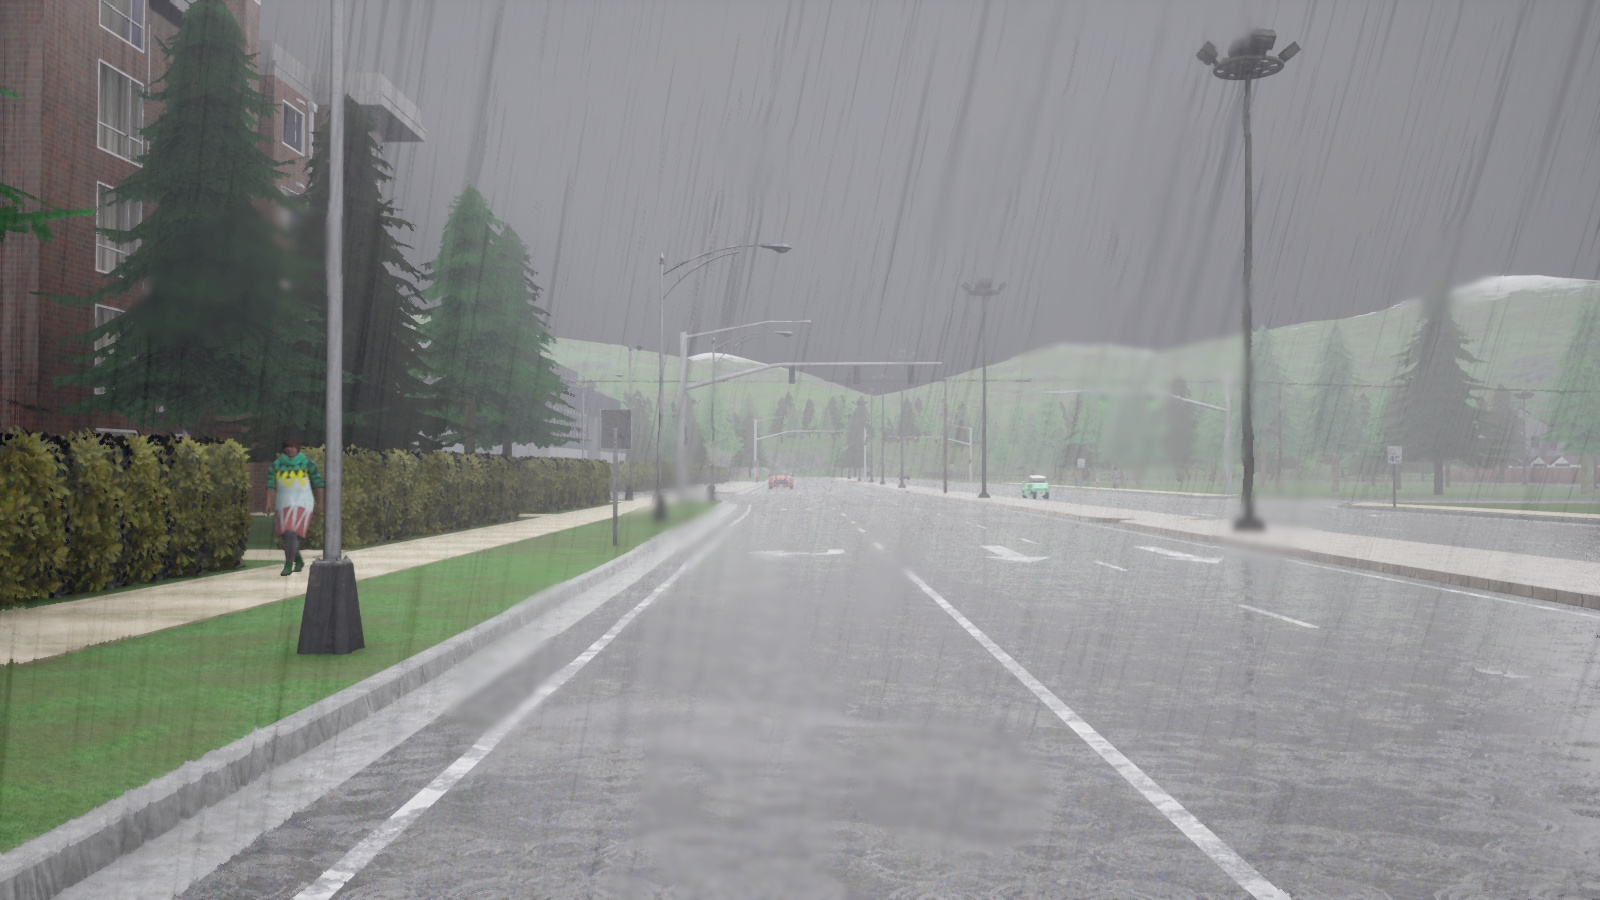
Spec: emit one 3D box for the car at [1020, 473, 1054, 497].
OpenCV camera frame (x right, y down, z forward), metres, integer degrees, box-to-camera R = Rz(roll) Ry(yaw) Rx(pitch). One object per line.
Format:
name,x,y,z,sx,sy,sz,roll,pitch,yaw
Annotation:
car,13.777,2.038,73.067,1.481,1.376,2.207,0,-1,-2

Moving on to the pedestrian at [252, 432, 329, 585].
pedestrian,-6.700,0.757,16.545,0.659,1.952,0.873,0,-1,0
